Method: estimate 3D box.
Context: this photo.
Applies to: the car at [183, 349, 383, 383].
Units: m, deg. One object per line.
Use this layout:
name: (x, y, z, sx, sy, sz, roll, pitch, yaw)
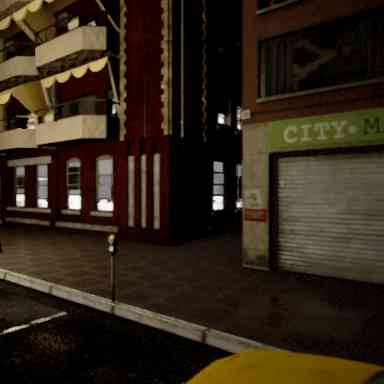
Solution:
car: (1.882, 1.529, 1.533, 4.829, 1.417, 1.752, 0, 0, 35)
